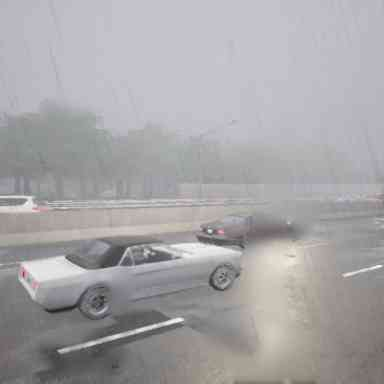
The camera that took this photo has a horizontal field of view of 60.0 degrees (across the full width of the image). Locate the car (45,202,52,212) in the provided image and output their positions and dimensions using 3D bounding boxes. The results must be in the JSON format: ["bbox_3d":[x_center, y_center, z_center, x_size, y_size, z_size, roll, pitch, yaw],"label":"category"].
[{"bbox_3d":[-12.896,1.395,24.887,4.553,1.767,2.097,0,0,-36],"label":"car"}]

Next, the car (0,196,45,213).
[{"bbox_3d":[-12.572,1.261,20.817,5.566,2.045,2.150,0,0,-36],"label":"car"}]

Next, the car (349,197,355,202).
[{"bbox_3d":[25.312,1.532,47.590,5.357,1.411,2.033,0,0,-34],"label":"car"}]

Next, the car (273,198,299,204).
[{"bbox_3d":[13.492,1.574,47.862,4.181,1.385,1.994,0,0,-35],"label":"car"}]

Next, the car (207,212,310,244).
[{"bbox_3d":[2.742,1.555,14.303,5.357,1.411,2.033,0,0,-35],"label":"car"}]

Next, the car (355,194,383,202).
[{"bbox_3d":[23.455,1.213,42.028,5.566,2.045,2.150,0,0,-35],"label":"car"}]

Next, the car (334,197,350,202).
[{"bbox_3d":[23.328,1.516,50.468,4.674,1.442,1.812,0,0,-35],"label":"car"}]

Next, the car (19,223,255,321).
[{"bbox_3d":[-1.044,1.610,7.303,4.718,1.301,1.895,0,0,-36],"label":"car"}]
